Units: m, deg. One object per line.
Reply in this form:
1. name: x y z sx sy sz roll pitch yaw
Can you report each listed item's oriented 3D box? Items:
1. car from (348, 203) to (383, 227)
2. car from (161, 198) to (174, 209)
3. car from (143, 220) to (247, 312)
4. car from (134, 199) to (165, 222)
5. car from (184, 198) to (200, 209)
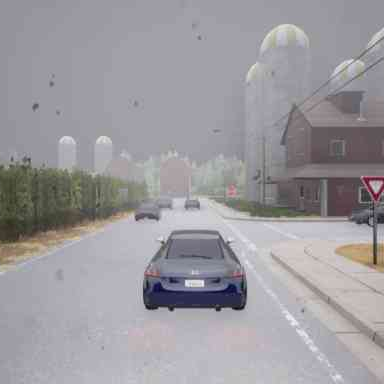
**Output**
1. car: 12.902 1.478 21.925 4.892 1.490 1.837 0 0 -1
2. car: -3.494 1.529 44.116 1.837 1.490 4.892 0 0 0
3. car: 0.079 1.564 7.815 1.994 1.385 4.181 0 0 1
4. car: -3.470 1.545 26.855 2.033 1.411 5.357 0 0 -3
5. car: -0.027 1.492 44.524 2.128 1.511 4.902 0 0 -4
